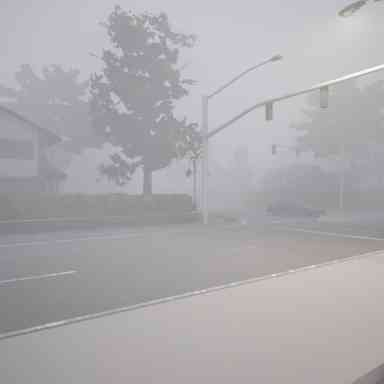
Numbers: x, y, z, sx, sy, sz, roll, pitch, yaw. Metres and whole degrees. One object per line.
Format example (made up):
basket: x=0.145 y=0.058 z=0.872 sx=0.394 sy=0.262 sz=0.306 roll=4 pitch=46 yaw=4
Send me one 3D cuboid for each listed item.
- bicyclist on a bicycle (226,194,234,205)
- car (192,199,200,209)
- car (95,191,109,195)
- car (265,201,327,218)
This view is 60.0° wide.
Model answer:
bicyclist on a bicycle: x=5.873 y=1.171 z=51.054 sx=1.656 sy=1.620 sz=0.582 roll=0 pitch=0 yaw=-36
car: x=-0.947 y=1.394 z=42.630 sx=1.837 sy=1.490 sz=4.892 roll=0 pitch=0 yaw=-36
car: x=-20.439 y=0.851 z=75.225 sx=2.150 sy=2.045 sz=5.566 roll=0 pitch=0 yaw=-36
car: x=8.949 y=1.473 z=29.153 sx=2.033 sy=1.411 sz=5.357 roll=0 pitch=0 yaw=-36
